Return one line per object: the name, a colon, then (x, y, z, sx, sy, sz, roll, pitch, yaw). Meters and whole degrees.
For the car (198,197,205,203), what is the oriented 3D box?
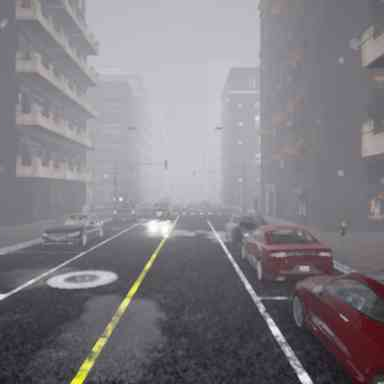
car: (2.536, 2.192, 92.489, 1.887, 1.381, 4.507, -1, 0, 0)

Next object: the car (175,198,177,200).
car: (-5.342, 2.096, 81.295, 1.752, 1.417, 4.829, -1, 0, 0)

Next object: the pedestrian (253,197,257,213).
pedestrian: (7.002, 1.408, 36.879, 0.375, 1.860, 0.375, -1, 0, 0)

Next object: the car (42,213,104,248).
car: (-5.328, 1.661, 15.339, 2.008, 1.369, 4.403, -1, 0, 0)

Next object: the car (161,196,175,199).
car: (-5.343, 1.810, 70.392, 2.192, 1.841, 5.009, -1, 0, 0)

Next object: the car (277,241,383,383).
car: (2.555, 1.613, 4.130, 1.802, 1.307, 4.206, -1, 0, 0)

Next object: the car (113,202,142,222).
car: (-5.462, 1.642, 28.415, 1.967, 1.590, 4.097, -1, 0, 0)

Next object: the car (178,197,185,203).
car: (-2.769, 2.130, 90.801, 1.837, 1.490, 4.892, 0, 0, 0)

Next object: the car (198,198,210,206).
car: (2.542, 2.039, 64.794, 1.802, 1.307, 4.206, -1, 0, 0)

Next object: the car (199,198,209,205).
car: (2.540, 2.046, 70.333, 2.008, 1.369, 4.403, -1, 0, 0)

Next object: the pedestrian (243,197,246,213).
pedestrian: (6.002, 1.420, 38.079, 0.375, 1.860, 0.375, -1, 0, 0)

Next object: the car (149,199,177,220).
car: (-2.804, 1.712, 30.983, 2.128, 1.511, 4.902, 0, 0, 1)

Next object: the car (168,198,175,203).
car: (-5.343, 2.191, 87.002, 1.802, 1.307, 4.206, -1, 0, 0)

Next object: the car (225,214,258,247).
car: (2.552, 1.677, 15.458, 1.947, 1.339, 4.313, -1, 0, 0)

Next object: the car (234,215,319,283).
car: (2.553, 1.615, 9.795, 1.887, 1.381, 4.507, -1, 0, 0)
